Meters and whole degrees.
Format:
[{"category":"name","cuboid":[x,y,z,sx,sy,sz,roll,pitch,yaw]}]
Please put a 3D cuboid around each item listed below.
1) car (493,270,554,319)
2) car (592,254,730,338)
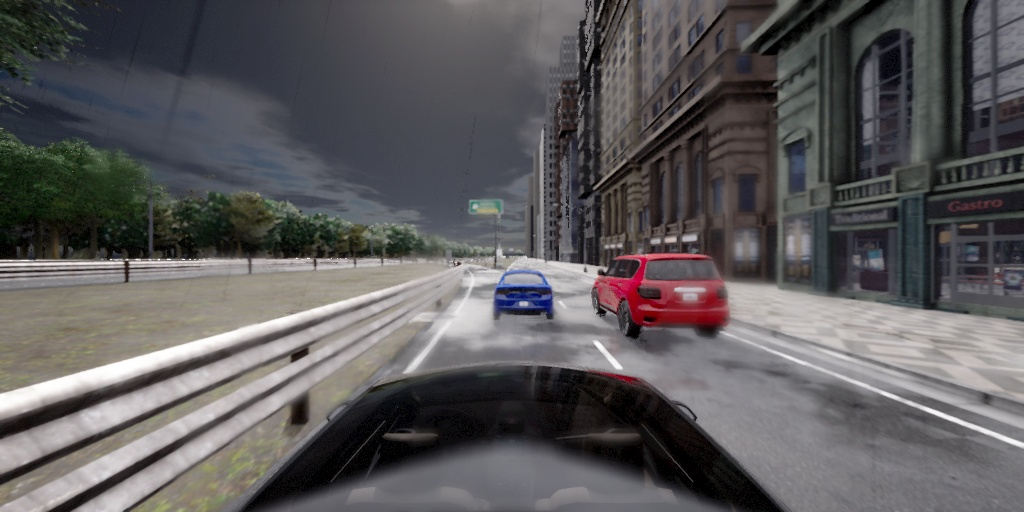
[{"category":"car","cuboid":[0.395,1.231,12.825,1.882,1.535,5.008,0,0,1]},{"category":"car","cuboid":[3.838,0.968,10.284,2.150,2.045,5.566,0,0,1]}]
